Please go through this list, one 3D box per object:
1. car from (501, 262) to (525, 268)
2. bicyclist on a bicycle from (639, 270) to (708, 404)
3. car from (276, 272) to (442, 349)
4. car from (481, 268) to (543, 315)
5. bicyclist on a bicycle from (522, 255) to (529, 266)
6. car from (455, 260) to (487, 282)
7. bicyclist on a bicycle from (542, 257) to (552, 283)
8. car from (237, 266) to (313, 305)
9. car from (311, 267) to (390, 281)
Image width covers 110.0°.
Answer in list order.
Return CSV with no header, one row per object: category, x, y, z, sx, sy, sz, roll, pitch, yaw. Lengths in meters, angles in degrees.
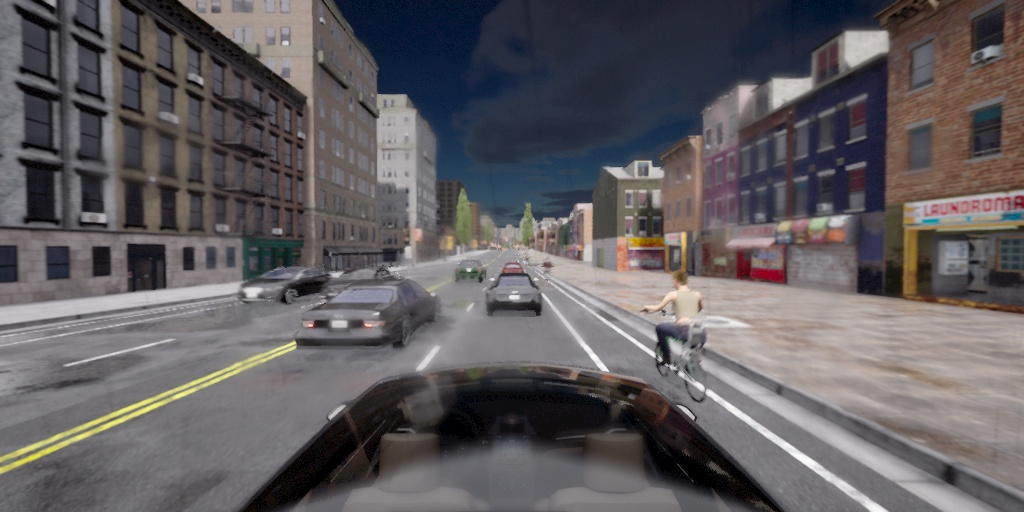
car,0.090,1.245,29.702,1.812,1.442,4.674,0,0,0
bicyclist on a bicycle,2.248,0.994,4.890,0.866,1.612,1.509,0,0,0
car,-3.167,1.301,9.103,2.033,1.411,5.357,0,0,0
car,0.085,1.317,13.690,1.994,1.385,4.181,0,0,0
bicyclist on a bicycle,2.223,0.761,52.889,0.659,1.776,1.843,0,0,0
car,-3.172,1.076,28.470,2.097,1.767,4.553,0,0,0
bicyclist on a bicycle,2.239,0.912,22.890,0.659,1.776,1.843,0,0,0
car,-9.858,1.242,16.063,2.128,1.511,4.902,0,0,0
car,-6.607,1.256,16.006,1.837,1.490,4.892,0,0,0
